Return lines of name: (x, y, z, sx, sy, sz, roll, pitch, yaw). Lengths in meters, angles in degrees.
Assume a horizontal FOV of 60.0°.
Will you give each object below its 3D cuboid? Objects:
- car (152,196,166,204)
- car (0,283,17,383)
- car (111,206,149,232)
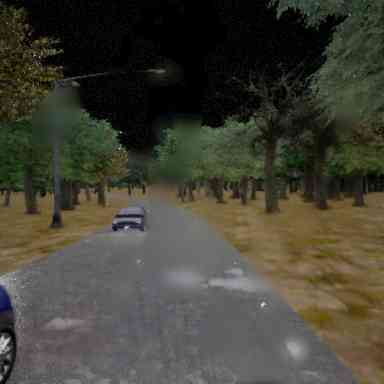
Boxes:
car: (-6.347, 1.711, 67.028, 1.994, 1.385, 4.181, 0, 0, -11)
car: (-3.161, 1.356, 2.129, 2.097, 1.767, 4.553, 0, 0, -1)
car: (-3.722, 1.595, 20.971, 2.033, 1.411, 5.357, 0, 0, -3)
